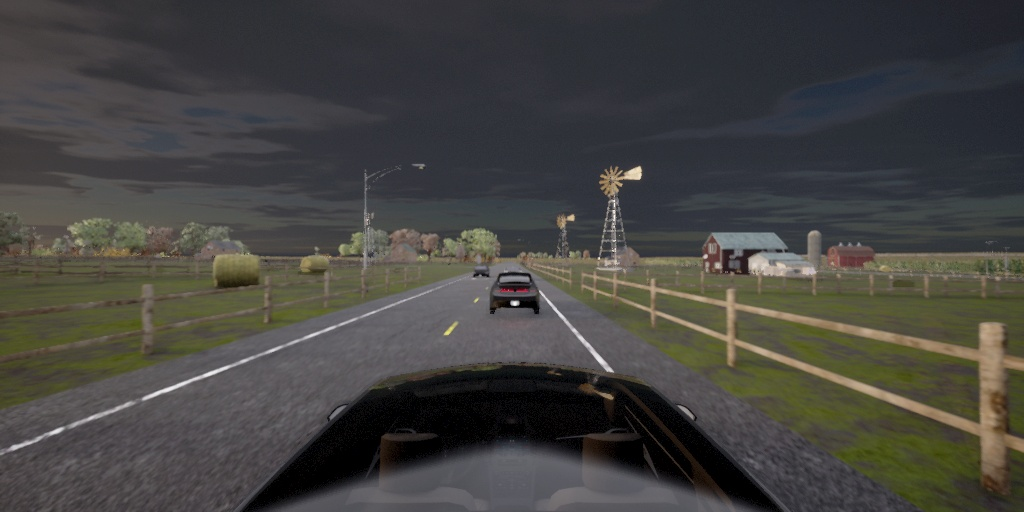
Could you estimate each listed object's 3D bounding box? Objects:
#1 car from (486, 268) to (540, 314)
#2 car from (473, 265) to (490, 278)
[{"bbox_3d":[0.099,1.406,14.696,1.837,1.490,4.892,0,-1,0],"label":"car"},{"bbox_3d":[-3.507,1.819,42.424,2.033,1.411,5.357,0,-1,0],"label":"car"}]
